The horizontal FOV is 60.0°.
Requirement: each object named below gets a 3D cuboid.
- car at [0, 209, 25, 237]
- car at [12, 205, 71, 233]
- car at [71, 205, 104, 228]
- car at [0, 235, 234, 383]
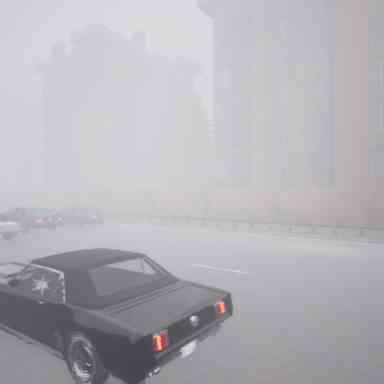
[{"bbox_3d":[-10.036,1.601,15.463,4.718,1.301,1.895,0,0,36],"label":"car"},{"bbox_3d":[-9.740,1.547,19.554,5.357,1.411,2.033,0,0,36],"label":"car"},{"bbox_3d":[-7.875,1.563,22.522,4.181,1.385,1.994,0,0,36],"label":"car"},{"bbox_3d":[-1.834,1.601,5.305,4.718,1.301,1.895,0,0,36],"label":"car"}]
